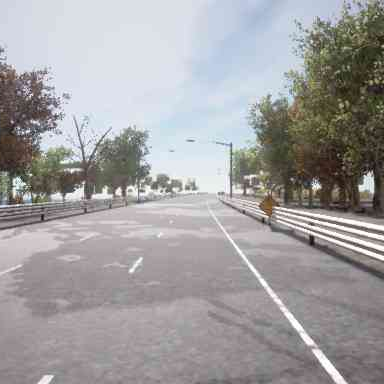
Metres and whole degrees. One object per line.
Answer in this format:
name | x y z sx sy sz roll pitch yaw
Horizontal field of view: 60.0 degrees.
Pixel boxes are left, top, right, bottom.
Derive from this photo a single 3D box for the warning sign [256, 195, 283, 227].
warning sign | 4.647 1.110 20.055 1.300 1.860 1.060 -1 -1 1
